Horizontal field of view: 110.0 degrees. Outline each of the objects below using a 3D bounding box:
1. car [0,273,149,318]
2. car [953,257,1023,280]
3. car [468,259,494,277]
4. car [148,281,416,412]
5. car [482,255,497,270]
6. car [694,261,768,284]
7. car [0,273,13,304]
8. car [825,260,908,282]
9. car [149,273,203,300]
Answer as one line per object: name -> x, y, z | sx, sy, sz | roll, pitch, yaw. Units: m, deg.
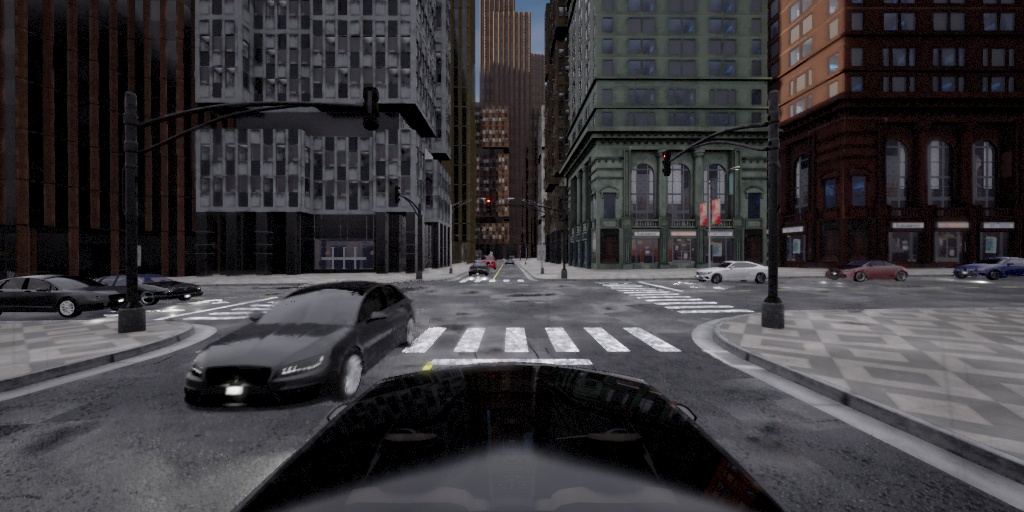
car -> -17.420, 1.492, 13.733 | 4.892, 1.490, 1.837 | -1, 0, 0
car -> 32.382, 0.809, 23.814 | 4.674, 1.442, 1.812 | -1, 0, -1
car -> -3.235, 1.278, 36.208 | 2.033, 1.411, 5.357 | 0, 0, 0
car -> -3.109, 1.254, 6.440 | 1.837, 1.490, 4.892 | 0, 0, 0
car -> -3.362, 0.919, 51.245 | 2.150, 2.045, 5.566 | 0, 1, 0
car -> 14.600, 1.036, 23.770 | 4.674, 1.442, 1.812 | -1, 0, -1
car -> -27.349, 1.610, 16.958 | 4.892, 1.490, 1.837 | -1, 0, 0
car -> 23.422, 0.961, 23.793 | 4.181, 1.385, 1.994 | -1, 0, 0
car -> -17.863, 1.524, 17.039 | 5.357, 1.411, 2.033 | -1, 0, 5
